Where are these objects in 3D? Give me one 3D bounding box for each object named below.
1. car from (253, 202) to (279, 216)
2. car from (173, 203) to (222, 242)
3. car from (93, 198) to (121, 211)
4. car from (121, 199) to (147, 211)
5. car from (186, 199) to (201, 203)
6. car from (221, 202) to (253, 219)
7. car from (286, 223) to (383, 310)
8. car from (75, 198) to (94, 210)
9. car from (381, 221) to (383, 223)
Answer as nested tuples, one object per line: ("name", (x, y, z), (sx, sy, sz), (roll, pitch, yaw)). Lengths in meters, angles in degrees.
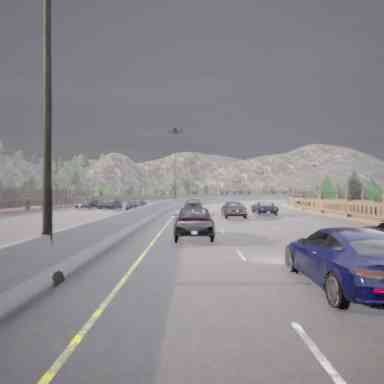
("car", (7.128, 1.608, 33.112), (1.895, 1.301, 4.718), (0, 0, 1))
("car", (0.103, 1.495, 16.435), (2.128, 1.511, 4.902), (0, 0, 0))
("car", (-10.204, 1.558, 41.969), (2.033, 1.411, 5.357), (0, 0, 4))
("car", (-6.747, 1.573, 40.350), (1.994, 1.385, 4.181), (0, 0, 3))
("car", (0.152, 1.513, 34.562), (1.837, 1.490, 4.892), (0, 0, 1))
("car", (3.604, 1.554, 28.993), (2.033, 1.411, 5.357), (0, 0, 0))
("car", (3.601, 1.527, 7.686), (1.812, 1.442, 4.674), (0, 0, 0))
("car", (-13.550, 1.503, 43.244), (2.128, 1.511, 4.902), (0, 0, 5))
("car", (7.101, 1.507, 10.599), (1.837, 1.490, 4.892), (0, 0, 0))
